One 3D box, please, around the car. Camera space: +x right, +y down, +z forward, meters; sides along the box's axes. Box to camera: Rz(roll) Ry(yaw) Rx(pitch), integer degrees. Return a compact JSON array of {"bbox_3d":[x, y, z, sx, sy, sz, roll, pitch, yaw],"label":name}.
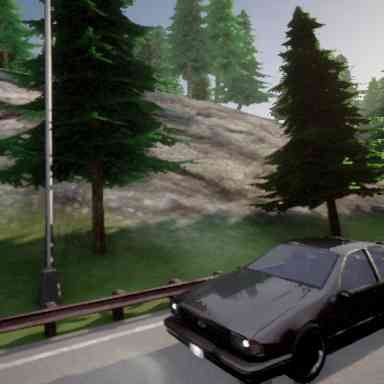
[{"bbox_3d":[2.227,1.517,5.566,5.357,1.411,2.033,0,0,-35],"label":"car"}]
